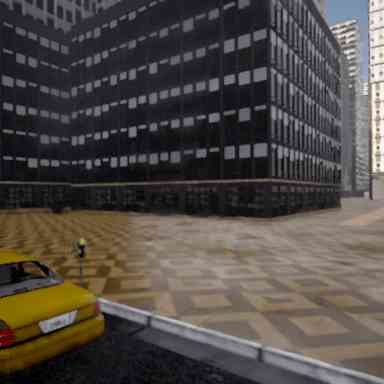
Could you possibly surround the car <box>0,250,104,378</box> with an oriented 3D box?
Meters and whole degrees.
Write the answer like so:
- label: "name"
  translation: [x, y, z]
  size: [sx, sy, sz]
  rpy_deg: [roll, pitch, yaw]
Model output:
- label: "car"
  translation: [-3.479, 1.523, 5.326]
  size: [4.829, 1.417, 1.752]
  rpy_deg: [0, 0, 35]
